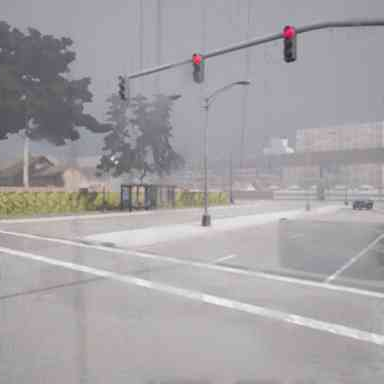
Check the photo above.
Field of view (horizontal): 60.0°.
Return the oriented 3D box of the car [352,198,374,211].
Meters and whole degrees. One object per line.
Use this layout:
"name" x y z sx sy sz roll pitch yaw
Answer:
"car" 21.416 1.491 41.644 1.837 1.490 4.892 0 0 36
